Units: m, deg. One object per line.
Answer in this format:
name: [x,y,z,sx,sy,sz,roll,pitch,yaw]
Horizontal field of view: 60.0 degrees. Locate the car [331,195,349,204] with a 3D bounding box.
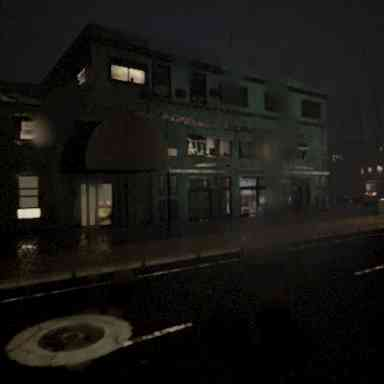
car: [23.615,1.075,51.169,2.008,1.369,4.403,-3,1,-35]

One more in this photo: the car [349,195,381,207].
car: [21.527,1.208,39.442,1.947,1.339,4.313,-3,1,-35]
